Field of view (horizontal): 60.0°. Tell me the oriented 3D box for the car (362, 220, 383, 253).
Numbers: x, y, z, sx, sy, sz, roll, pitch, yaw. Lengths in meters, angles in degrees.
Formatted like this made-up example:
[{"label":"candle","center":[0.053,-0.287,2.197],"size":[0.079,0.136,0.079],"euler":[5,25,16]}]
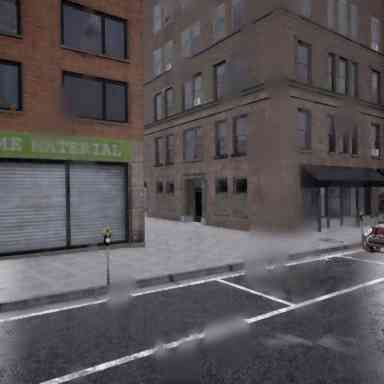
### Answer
[{"label":"car","center":[8.138,1.439,12.410],"size":[4.097,1.590,1.967],"euler":[0,-1,-35]}]
